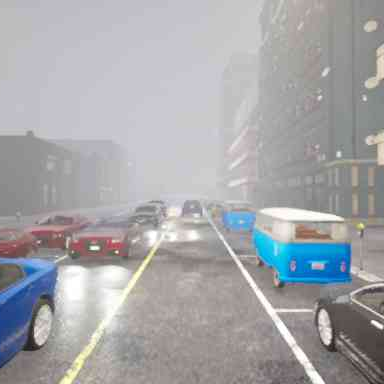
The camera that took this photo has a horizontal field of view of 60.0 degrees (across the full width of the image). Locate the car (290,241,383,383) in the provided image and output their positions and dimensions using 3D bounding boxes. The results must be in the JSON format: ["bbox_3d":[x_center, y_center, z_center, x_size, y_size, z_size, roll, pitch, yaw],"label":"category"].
[{"bbox_3d":[2.703,1.564,3.417,2.008,1.369,4.403,1,0,0],"label":"car"}]

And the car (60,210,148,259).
[{"bbox_3d":[-3.080,1.611,12.627,1.994,1.385,4.181,0,0,1],"label":"car"}]

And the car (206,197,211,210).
[{"bbox_3d":[2.712,1.709,42.482,1.947,1.339,4.313,1,0,0],"label":"car"}]

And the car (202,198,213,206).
[{"bbox_3d":[2.717,1.732,59.225,1.887,1.381,4.507,1,0,0],"label":"car"}]

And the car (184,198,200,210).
[{"bbox_3d":[0.033,1.645,45.757,2.128,1.511,4.902,0,0,0],"label":"car"}]

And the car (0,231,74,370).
[{"bbox_3d":[-3.090,1.491,3.389,1.882,1.535,5.008,0,0,0],"label":"car"}]

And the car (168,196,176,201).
[{"bbox_3d":[-5.655,1.809,92.667,1.887,1.381,4.507,1,0,0],"label":"car"}]

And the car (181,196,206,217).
[{"bbox_3d":[0.009,1.468,33.353,2.097,1.767,4.553,0,0,0],"label":"car"}]

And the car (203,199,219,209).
[{"bbox_3d":[2.714,1.725,48.062,1.947,1.339,4.313,1,0,0],"label":"car"}]

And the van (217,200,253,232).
[{"bbox_3d":[2.710,1.414,20.160,1.690,1.788,3.998,1,0,0],"label":"van"}]

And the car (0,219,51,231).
[{"bbox_3d":[-5.677,1.616,8.963,1.802,1.307,4.206,1,0,0],"label":"car"}]

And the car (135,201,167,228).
[{"bbox_3d":[-3.074,1.587,22.885,1.837,1.490,4.892,0,0,1],"label":"car"}]

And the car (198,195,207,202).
[{"bbox_3d":[2.726,1.693,87.127,1.967,1.590,4.097,1,0,0],"label":"car"}]

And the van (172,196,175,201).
[{"bbox_3d":[-5.654,1.583,81.507,1.690,1.788,3.998,1,0,0],"label":"van"}]

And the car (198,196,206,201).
[{"bbox_3d":[2.725,1.814,92.707,2.008,1.369,4.403,1,0,0],"label":"car"}]

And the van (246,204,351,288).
[{"bbox_3d":[2.707,1.374,8.997,1.690,1.788,3.998,1,0,0],"label":"van"}]

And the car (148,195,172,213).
[{"bbox_3d":[-2.993,1.296,28.295,1.882,1.535,5.008,0,0,0],"label":"car"}]

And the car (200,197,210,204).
[{"bbox_3d":[2.720,1.766,70.386,2.008,1.369,4.403,1,0,0],"label":"car"}]

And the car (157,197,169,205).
[{"bbox_3d":[-5.662,1.768,64.765,1.947,1.339,4.313,1,0,0],"label":"car"}]

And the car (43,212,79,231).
[{"bbox_3d":[-5.675,1.599,14.544,1.887,1.381,4.507,1,0,0],"label":"car"}]

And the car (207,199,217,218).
[{"bbox_3d":[2.710,1.636,31.490,1.752,1.417,4.829,1,0,0],"label":"car"}]
